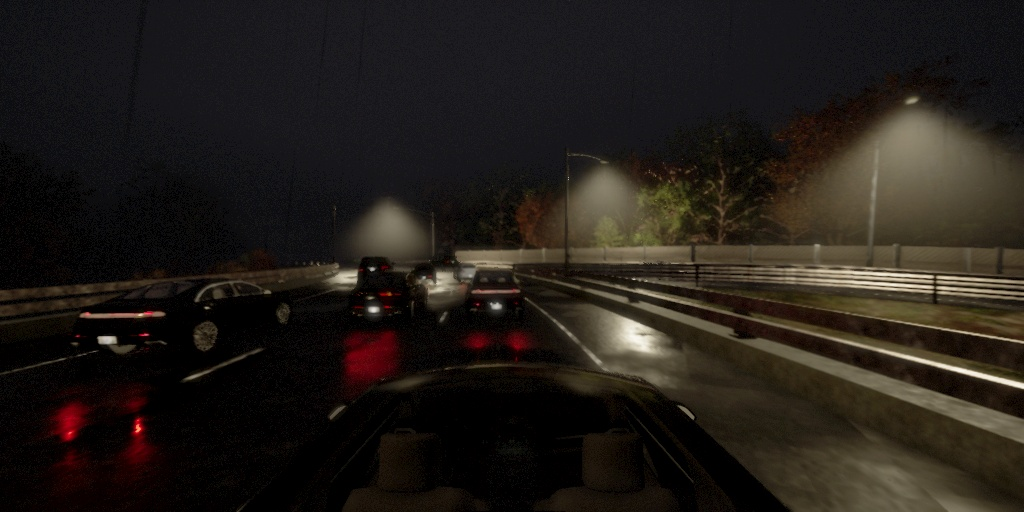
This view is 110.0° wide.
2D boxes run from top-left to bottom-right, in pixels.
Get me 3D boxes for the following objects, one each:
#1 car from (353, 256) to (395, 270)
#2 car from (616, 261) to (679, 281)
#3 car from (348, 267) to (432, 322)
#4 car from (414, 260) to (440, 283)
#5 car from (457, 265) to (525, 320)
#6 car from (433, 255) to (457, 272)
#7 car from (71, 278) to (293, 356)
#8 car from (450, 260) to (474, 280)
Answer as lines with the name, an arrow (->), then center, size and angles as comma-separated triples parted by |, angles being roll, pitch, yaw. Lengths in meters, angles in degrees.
car -> -10.260, 1.058, 27.255 | 2.150, 2.045, 5.566 | 0, 0, -15
car -> 10.937, 1.142, 29.227 | 4.902, 1.511, 2.128 | 0, 0, 35
car -> -4.165, 1.290, 12.602 | 1.837, 1.490, 4.892 | 0, 0, -6
car -> -7.052, 1.329, 28.641 | 1.837, 1.490, 4.892 | 0, 0, -15
car -> -0.668, 1.261, 12.774 | 2.128, 1.511, 4.902 | 0, 0, -5
car -> -9.466, 0.956, 49.408 | 2.150, 2.045, 5.566 | 0, 0, -39
car -> -7.355, 1.286, 8.783 | 2.128, 1.511, 4.902 | 0, 0, -4
car -> -3.799, 1.337, 29.991 | 1.812, 1.442, 4.674 | 0, 0, -15
